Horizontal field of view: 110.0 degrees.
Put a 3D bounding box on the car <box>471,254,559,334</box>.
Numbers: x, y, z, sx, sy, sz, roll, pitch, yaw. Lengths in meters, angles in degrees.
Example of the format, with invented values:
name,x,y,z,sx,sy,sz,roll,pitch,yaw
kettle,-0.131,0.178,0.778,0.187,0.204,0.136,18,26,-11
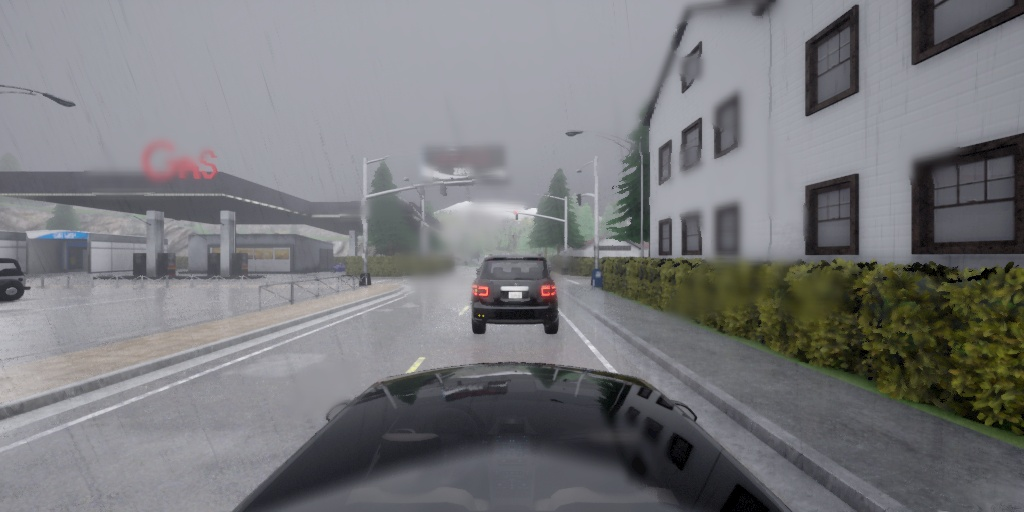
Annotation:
name,x,y,z,sx,sy,sz,roll,pitch,yaw
car,0.087,0.971,10.724,2.150,2.045,5.566,0,0,0
